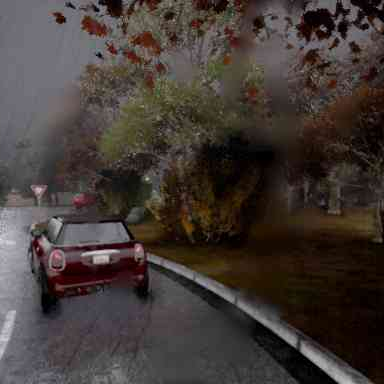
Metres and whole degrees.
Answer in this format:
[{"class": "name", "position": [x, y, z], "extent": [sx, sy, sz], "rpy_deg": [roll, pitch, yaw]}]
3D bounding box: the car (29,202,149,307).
[{"class": "car", "position": [-2.763, 1.304, 8.258], "extent": [2.097, 1.767, 4.553], "rpy_deg": [0, 0, -29]}]

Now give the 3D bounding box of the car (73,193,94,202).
[{"class": "car", "position": [-12.159, 1.088, 41.587], "extent": [2.150, 2.045, 5.566], "rpy_deg": [0, 0, 31]}]

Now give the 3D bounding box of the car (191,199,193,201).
[{"class": "car", "position": [1.465, 1.085, 68.199], "extent": [1.882, 1.535, 5.008], "rpy_deg": [0, 1, 34]}]
